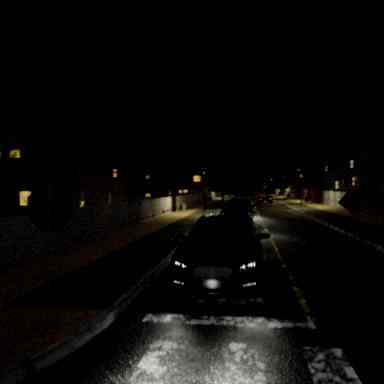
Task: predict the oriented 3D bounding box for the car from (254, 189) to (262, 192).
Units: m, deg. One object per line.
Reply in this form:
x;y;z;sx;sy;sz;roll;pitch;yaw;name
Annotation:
11.128;0.702;53.689;1.812;1.442;4.674;-1;0;9;car

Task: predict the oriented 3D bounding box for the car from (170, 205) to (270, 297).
0.818;1.310;8.225;2.128;1.511;4.902;-1;0;11;car

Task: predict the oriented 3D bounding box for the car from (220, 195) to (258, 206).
2.781;1.147;20.107;1.882;1.535;5.008;-1;0;9;car

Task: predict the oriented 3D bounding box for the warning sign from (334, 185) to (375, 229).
7.378;0.704;15.209;1.300;1.860;1.060;-4;-3;9;warning sign

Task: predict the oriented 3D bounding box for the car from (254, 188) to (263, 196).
16.893;0.079;84.585;2.097;1.767;4.553;-4;-1;9;car

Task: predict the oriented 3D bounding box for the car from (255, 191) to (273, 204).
9.574;0.897;43.919;1.895;1.301;4.718;-1;0;9;car

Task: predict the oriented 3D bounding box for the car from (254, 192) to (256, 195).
4.538;1.026;31.059;2.128;1.511;4.902;-1;0;9;car
